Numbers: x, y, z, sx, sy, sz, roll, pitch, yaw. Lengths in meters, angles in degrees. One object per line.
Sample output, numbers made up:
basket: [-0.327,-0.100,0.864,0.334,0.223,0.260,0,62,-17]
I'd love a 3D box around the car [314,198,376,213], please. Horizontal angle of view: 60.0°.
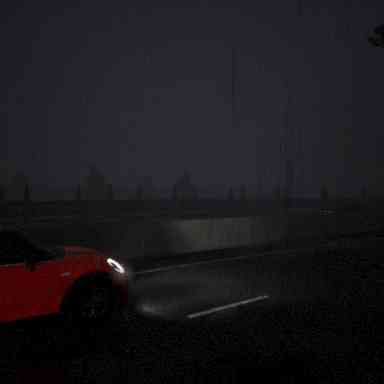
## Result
car: [12.139,1.490,27.108,4.902,1.511,2.128,0,0,-24]

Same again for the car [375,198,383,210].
car: [17.394,1.351,33.016,4.553,1.767,2.097,0,0,-20]

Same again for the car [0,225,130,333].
car: [-3.376,1.352,5.629,4.553,1.767,2.097,0,0,-35]
